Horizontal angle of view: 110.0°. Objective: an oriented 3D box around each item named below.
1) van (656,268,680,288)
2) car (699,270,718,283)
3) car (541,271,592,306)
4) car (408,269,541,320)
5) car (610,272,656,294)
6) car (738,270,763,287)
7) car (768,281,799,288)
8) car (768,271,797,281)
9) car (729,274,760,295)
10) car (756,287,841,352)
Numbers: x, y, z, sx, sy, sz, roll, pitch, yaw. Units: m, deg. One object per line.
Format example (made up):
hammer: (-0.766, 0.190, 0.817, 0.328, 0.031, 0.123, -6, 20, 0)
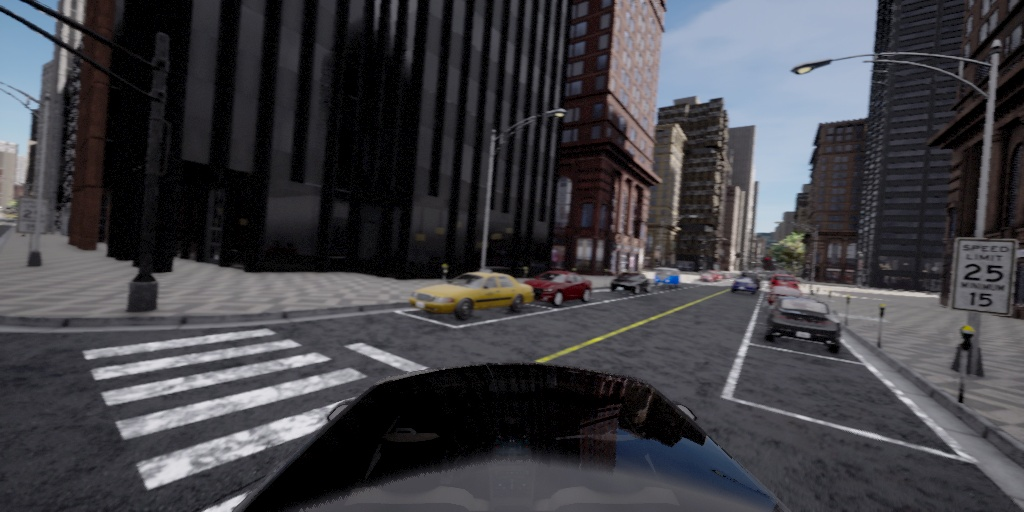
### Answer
van: (14.391, 2.012, 33.441, 1.690, 1.789, 3.998, 0, 0, 36)
car: (29.831, 3.347, 54.956, 1.802, 1.307, 4.207, 0, 0, 36)
car: (2.040, 1.348, 16.232, 1.888, 1.381, 4.507, 0, 0, 36)
car: (-1.147, 1.115, 11.792, 1.751, 1.417, 4.829, 0, 0, 36)
car: (8.216, 1.800, 24.836, 1.948, 1.339, 4.313, 0, 0, 36)
car: (29.914, 3.061, 45.017, 2.150, 2.045, 5.566, 5, 1, 37)
car: (15.267, 2.383, 20.076, 1.888, 1.381, 4.507, 0, 0, 36)
car: (26.222, 2.835, 34.631, 2.150, 2.045, 5.566, 5, 0, 36)
car: (22.361, 2.831, 34.491, 1.812, 1.442, 4.674, 5, 1, 36)
car: (8.977, 1.948, 11.311, 2.007, 1.370, 4.403, 0, 0, 36)
